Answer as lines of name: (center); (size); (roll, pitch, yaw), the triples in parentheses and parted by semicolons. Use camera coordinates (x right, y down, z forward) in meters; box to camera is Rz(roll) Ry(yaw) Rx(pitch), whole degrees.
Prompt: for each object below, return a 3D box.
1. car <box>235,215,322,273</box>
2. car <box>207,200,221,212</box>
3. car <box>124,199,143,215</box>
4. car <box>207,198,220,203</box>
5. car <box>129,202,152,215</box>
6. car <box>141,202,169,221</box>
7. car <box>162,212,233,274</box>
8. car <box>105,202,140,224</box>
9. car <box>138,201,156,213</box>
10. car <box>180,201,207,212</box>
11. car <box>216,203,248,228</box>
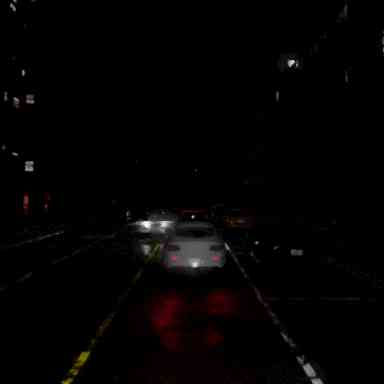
car: (2.767, 1.651, 10.868); (1.947, 1.339, 4.313); (1, 0, 0)
car: (2.824, 1.803, 32.498); (2.008, 1.369, 4.403); (1, 0, 0)
car: (-5.820, 1.567, 32.529); (2.192, 1.841, 5.009); (1, 0, 0)
car: (2.822, 1.654, 43.635); (2.192, 1.841, 5.009); (1, 0, 0)
car: (-5.826, 1.862, 38.095); (1.947, 1.339, 4.313); (1, 0, 0)
car: (-3.111, 1.759, 30.124); (1.812, 1.442, 4.674); (0, 0, 0)
car: (0.081, 1.609, 10.787); (1.812, 1.442, 4.674); (0, 0, 0)
car: (-5.821, 1.760, 26.959); (2.008, 1.369, 4.403); (1, 0, 0)
car: (-5.829, 1.921, 43.663); (1.802, 1.307, 4.206); (1, 0, 0)
car: (0.082, 1.727, 28.718); (1.837, 1.490, 4.892); (0, -1, 0)
car: (2.829, 1.692, 21.532); (1.752, 1.417, 4.829); (1, 0, 0)
